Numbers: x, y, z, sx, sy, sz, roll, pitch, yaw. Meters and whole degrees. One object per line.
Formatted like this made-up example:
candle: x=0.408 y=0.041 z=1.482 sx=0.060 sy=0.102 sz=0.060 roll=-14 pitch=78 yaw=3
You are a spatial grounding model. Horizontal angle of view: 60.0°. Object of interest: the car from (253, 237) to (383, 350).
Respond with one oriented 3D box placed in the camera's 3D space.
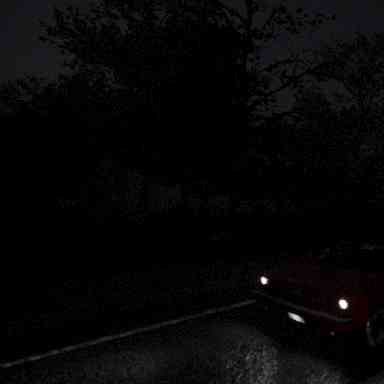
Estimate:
car: x=3.404 y=1.604 z=6.328 sx=4.718 sy=1.301 sz=1.895 roll=0 pitch=0 yaw=-35
